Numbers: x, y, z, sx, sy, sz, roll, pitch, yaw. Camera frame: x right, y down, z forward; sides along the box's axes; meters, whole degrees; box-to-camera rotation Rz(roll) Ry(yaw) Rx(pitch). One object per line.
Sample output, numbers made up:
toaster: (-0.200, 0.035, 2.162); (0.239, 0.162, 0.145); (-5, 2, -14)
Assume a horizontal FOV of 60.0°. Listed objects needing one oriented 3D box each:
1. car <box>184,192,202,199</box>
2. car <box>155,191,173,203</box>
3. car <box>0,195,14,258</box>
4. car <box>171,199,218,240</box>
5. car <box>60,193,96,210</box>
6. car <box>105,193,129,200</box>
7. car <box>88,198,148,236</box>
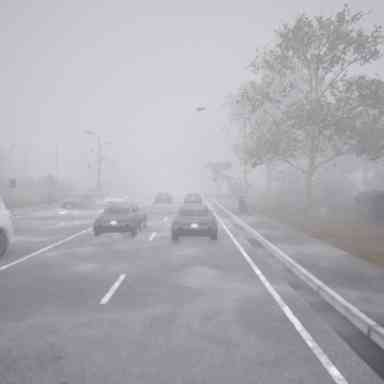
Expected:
car: (0.113, 0.705, 36.681); (1.994, 1.385, 4.181); (0, 2, 0)
car: (-3.387, 0.606, 40.434); (1.994, 1.385, 4.181); (0, 2, 0)
car: (-7.045, 1.099, 8.839); (2.150, 2.045, 5.566); (0, 1, 0)
car: (0.106, 1.268, 15.337); (1.994, 1.385, 4.181); (0, 2, 0)
car: (-10.588, 0.830, 31.315); (2.033, 1.411, 5.357); (0, 2, 0)
car: (-7.085, 0.806, 31.397); (1.812, 1.442, 4.674); (0, 2, 0)
car: (-3.394, 1.240, 16.387); (1.994, 1.385, 4.181); (0, 2, 0)
